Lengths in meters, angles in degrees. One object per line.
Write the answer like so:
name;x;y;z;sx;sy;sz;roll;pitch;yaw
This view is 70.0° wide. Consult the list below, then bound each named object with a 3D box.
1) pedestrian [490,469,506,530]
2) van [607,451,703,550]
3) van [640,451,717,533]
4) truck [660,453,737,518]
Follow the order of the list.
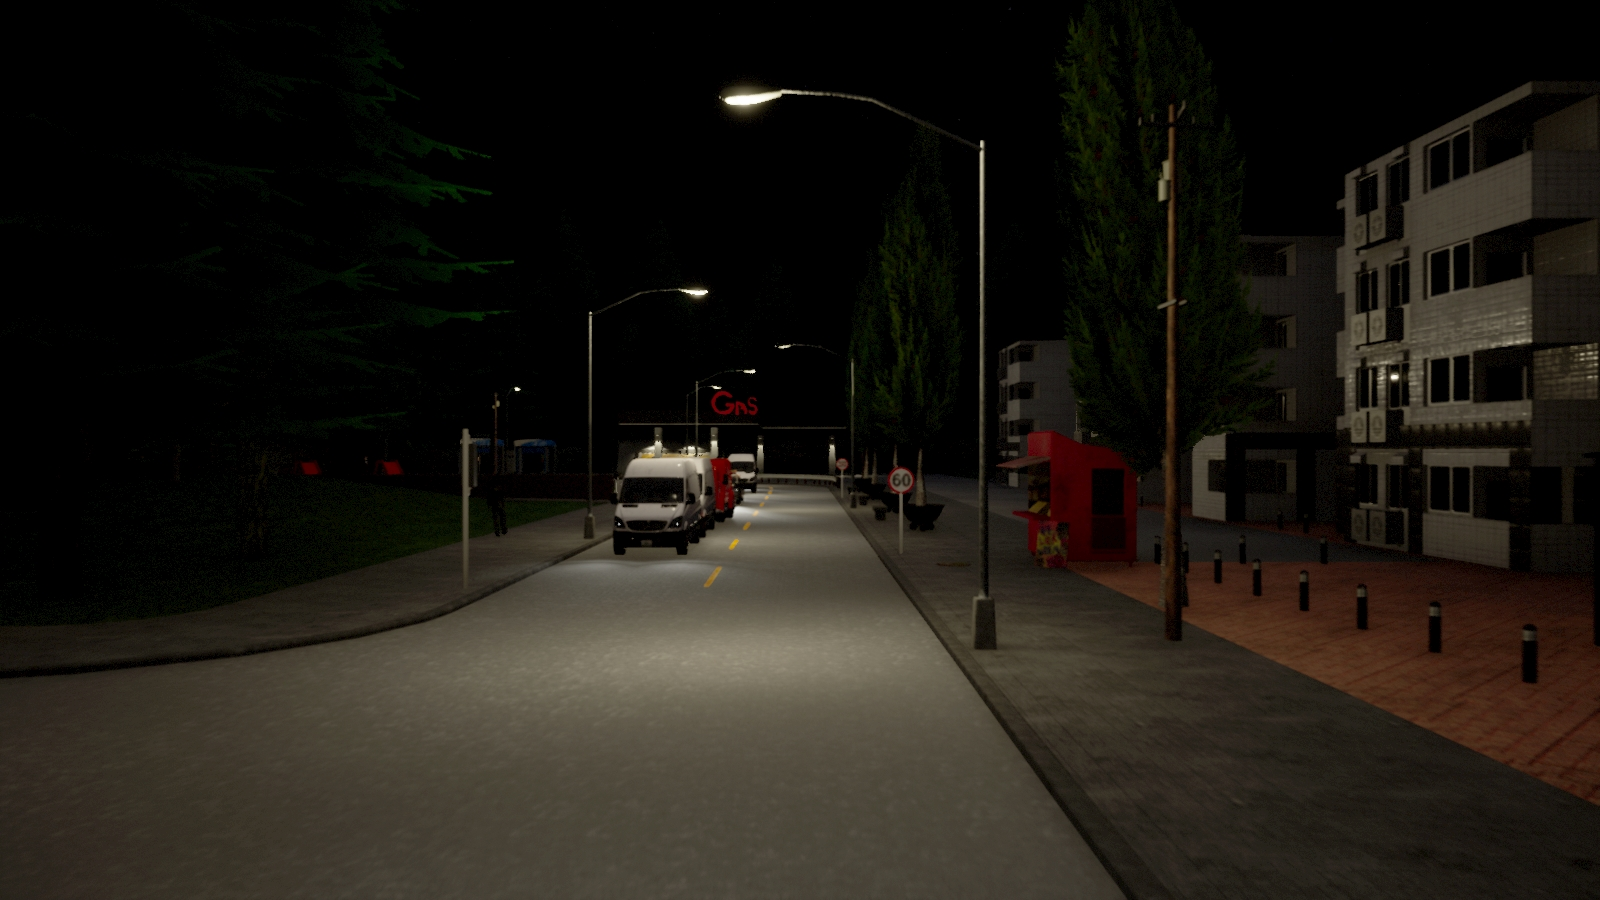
pedestrian;-9.290;1.526;35.152;0.375;1.860;0.375;0;0;0
van;-4.010;1.315;32.642;1.988;2.561;5.915;0;0;0
van;-4.003;1.315;38.579;1.988;2.561;5.915;0;0;0
truck;-3.990;1.349;45.883;2.627;2.467;5.204;0;0;0
